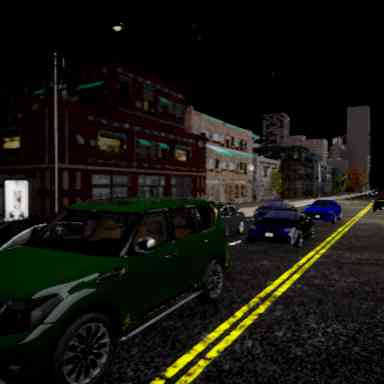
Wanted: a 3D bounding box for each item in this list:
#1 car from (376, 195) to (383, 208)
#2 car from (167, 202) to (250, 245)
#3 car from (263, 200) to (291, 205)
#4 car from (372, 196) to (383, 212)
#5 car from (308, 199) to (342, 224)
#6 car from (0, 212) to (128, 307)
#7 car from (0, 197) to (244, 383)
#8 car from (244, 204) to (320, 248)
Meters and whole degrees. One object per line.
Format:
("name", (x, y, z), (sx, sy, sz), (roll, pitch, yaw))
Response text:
("car", (24.864, 1.198, 42.877), (1.812, 1.442, 4.674), (1, 1, 31))
("car", (0.975, 1.319, 15.640), (1.837, 1.490, 4.892), (1, 1, 30))
("car", (6.260, 1.295, 24.561), (2.033, 1.411, 5.357), (1, 1, 31))
("car", (19.066, 1.251, 33.064), (1.837, 1.490, 4.892), (1, 1, 31))
("car", (9.261, 1.265, 23.247), (1.882, 1.535, 5.008), (1, 1, 31))
("car", (-3.812, 1.379, 7.548), (1.837, 1.490, 4.892), (1, 1, 31))
("car", (-1.183, 1.139, 5.626), (2.150, 2.045, 5.566), (1, 1, 29))
("car", (3.939, 1.418, 14.262), (1.994, 1.385, 4.181), (1, 1, 31))
